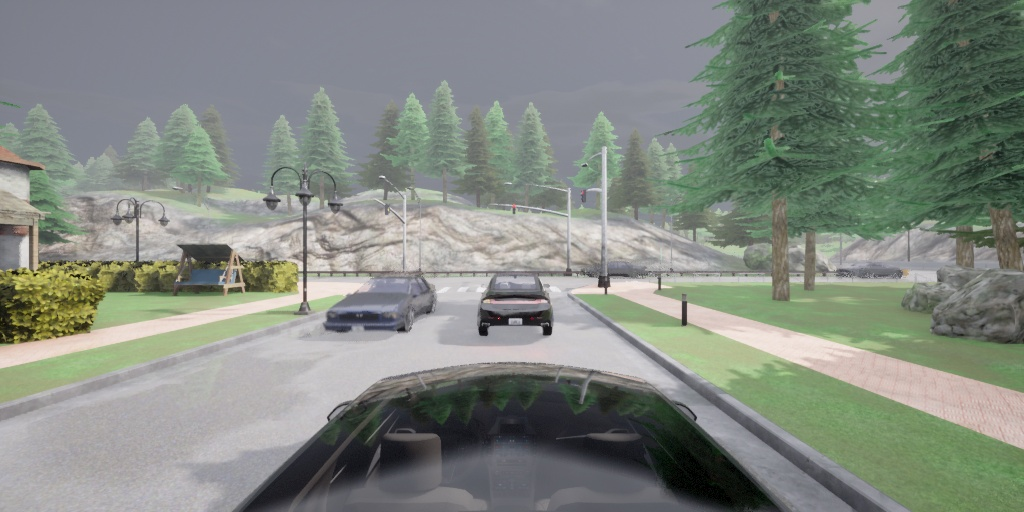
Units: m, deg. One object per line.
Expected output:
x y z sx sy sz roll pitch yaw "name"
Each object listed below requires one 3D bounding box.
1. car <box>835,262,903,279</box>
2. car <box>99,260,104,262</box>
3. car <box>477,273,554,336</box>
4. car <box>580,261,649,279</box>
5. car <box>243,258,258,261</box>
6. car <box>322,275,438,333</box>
29.195 1.152 29.402 4.181 1.385 1.994 0 0 1 "car"
-29.552 1.065 25.918 5.008 1.535 1.882 0 0 0 "car"
0.098 1.242 10.383 2.128 1.511 4.902 0 0 1 "car"
8.385 1.135 29.523 5.357 1.411 2.033 0 0 0 "car"
-19.143 0.940 25.895 4.553 1.767 2.097 0 0 0 "car"
-3.579 1.297 10.980 2.033 1.411 5.357 0 0 0 "car"
